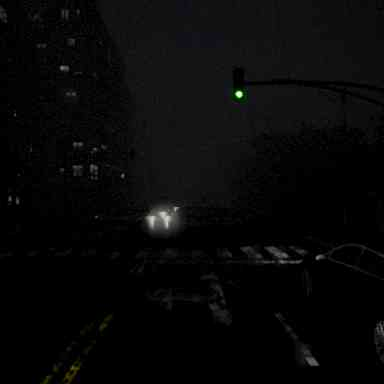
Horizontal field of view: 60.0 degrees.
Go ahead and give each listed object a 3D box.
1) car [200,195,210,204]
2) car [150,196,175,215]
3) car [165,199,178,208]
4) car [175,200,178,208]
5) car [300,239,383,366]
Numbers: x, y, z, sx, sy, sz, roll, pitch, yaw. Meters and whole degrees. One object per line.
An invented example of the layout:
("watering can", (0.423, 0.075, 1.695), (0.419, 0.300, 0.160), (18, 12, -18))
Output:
("car", (3.079, 1.823, 77.625), (2.150, 2.045, 5.566), (0, 0, 0))
("car", (-3.433, 1.505, 37.966), (2.150, 2.045, 5.566), (0, -1, 0))
("car", (-3.457, 2.003, 58.020), (1.994, 1.385, 4.181), (0, 0, 0))
("car", (-3.454, 1.854, 48.239), (2.128, 1.511, 4.902), (0, 0, 0))
("car", (3.339, 1.533, 5.543), (2.128, 1.511, 4.902), (0, 0, 0))
